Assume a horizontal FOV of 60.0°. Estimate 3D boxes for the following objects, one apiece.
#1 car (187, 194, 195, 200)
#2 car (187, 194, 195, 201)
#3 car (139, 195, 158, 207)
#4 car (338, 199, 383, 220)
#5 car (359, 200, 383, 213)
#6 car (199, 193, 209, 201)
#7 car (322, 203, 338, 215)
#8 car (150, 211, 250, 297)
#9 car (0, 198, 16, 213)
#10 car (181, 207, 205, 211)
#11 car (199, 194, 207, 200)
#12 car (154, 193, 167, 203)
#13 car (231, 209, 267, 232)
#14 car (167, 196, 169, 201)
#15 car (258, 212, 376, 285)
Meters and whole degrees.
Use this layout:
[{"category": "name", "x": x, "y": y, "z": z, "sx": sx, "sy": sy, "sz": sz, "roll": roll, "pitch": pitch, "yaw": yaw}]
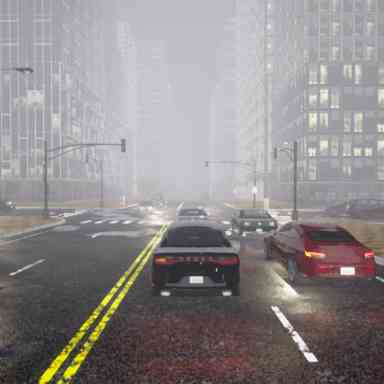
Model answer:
[{"category": "car", "x": -0.303, "y": 1.263, "z": 90.411, "sx": 2.128, "sy": 1.511, "sz": 4.902, "roll": 0, "pitch": 0, "yaw": 0}, {"category": "car", "x": -0.268, "y": 1.393, "z": 79.994, "sx": 1.882, "sy": 1.535, "sz": 5.008, "roll": 0, "pitch": 0, "yaw": 0}, {"category": "car", "x": -6.761, "y": 1.526, "z": 50.723, "sx": 1.994, "sy": 1.385, "sz": 4.181, "roll": 0, "pitch": 0, "yaw": 0}, {"category": "car", "x": 16.103, "y": 1.518, "z": 29.258, "sx": 5.009, "sy": 1.841, "sz": 2.192, "roll": 1, "pitch": 0, "yaw": 1}, {"category": "car", "x": 21.684, "y": 1.641, "z": 37.563, "sx": 4.829, "sy": 1.417, "sz": 1.752, "roll": 1, "pitch": 0, "yaw": 1}, {"category": "car", "x": 2.982, "y": 1.140, "z": 80.033, "sx": 2.150, "sy": 2.045, "sz": 5.566, "roll": 0, "pitch": 0, "yaw": 0}, {"category": "car", "x": 16.179, "y": 1.636, "z": 35.048, "sx": 4.674, "sy": 1.442, "sz": 1.812, "roll": 0, "pitch": 1, "yaw": 1}, {"category": "car", "x": 0.067, "y": 1.473, "z": 8.630, "sx": 1.882, "sy": 1.535, "sz": 5.008, "roll": 0, "pitch": 0, "yaw": 0}, {"category": "car", "x": -20.246, "y": 1.058, "z": 32.320, "sx": 5.566, "sy": 2.045, "sz": 2.150, "roll": 0, "pitch": 1, "yaw": 1}, {"category": "car", "x": 0.036, "y": 1.537, "z": 18.451, "sx": 2.033, "sy": 1.411, "sz": 5.357, "roll": 0, "pitch": 0, "yaw": 0}, {"category": "car", "x": 2.947, "y": 1.263, "z": 90.421, "sx": 2.128, "sy": 1.511, "sz": 4.902, "roll": 0, "pitch": 0, "yaw": 0}, {"category": "car", "x": -6.744, "y": 1.166, "z": 66.485, "sx": 2.150, "sy": 2.045, "sz": 5.566, "roll": 0, "pitch": 0, "yaw": 0}, {"category": "car", "x": 3.288, "y": 1.590, "z": 18.514, "sx": 1.895, "sy": 1.301, "sz": 4.718, "roll": 0, "pitch": 0, "yaw": 0}, {"category": "car", "x": -6.766, "y": 1.448, "z": 79.370, "sx": 1.812, "sy": 1.442, "sz": 4.674, "roll": 0, "pitch": 0, "yaw": 0}, {"category": "car", "x": 3.319, "y": 1.521, "z": 9.396, "sx": 1.812, "sy": 1.442, "sz": 4.674, "roll": 0, "pitch": 0, "yaw": 0}]
